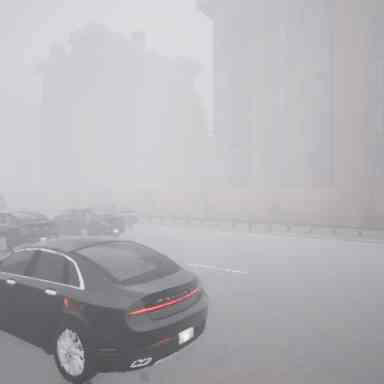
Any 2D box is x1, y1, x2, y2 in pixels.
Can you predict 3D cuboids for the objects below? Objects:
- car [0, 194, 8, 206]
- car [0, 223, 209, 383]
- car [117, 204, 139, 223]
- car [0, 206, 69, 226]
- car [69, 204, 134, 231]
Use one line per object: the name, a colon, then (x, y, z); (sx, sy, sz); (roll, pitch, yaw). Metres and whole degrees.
car: (-19.086, 1.217, 30.493); (5.566, 2.045, 2.150); (-1, 0, 35)
car: (-2.037, 1.503, 5.442); (4.892, 1.490, 1.837); (-1, 0, 35)
car: (-5.517, 1.490, 20.820); (4.902, 1.511, 2.128); (0, 0, 35)
car: (-7.409, 1.503, 13.571); (4.892, 1.490, 1.837); (-1, 0, 35)
car: (-5.385, 1.505, 16.427); (4.892, 1.490, 1.837); (0, 0, 35)
